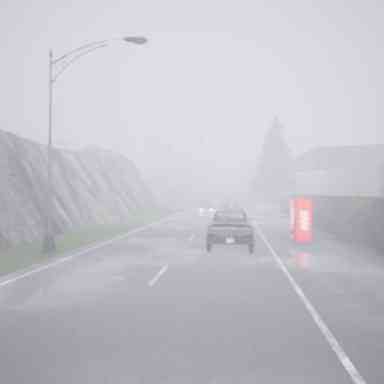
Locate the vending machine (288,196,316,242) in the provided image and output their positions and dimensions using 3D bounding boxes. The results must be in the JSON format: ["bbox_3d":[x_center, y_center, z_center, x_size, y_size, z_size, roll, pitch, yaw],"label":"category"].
[{"bbox_3d":[5.252,1.251,15.964,1.100,2.100,0.880,1,0,7],"label":"vending machine"}]

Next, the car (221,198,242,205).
[{"bbox_3d":[4.001,1.404,33.581,2.097,1.767,4.553,1,0,7],"label":"car"}]

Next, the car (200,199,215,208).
[{"bbox_3d":[2.294,1.645,49.173,1.895,1.301,4.718,1,0,7],"label":"car"}]

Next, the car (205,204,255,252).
[{"bbox_3d":[1.623,1.513,14.127,2.128,1.511,4.902,1,0,7],"label":"car"}]
